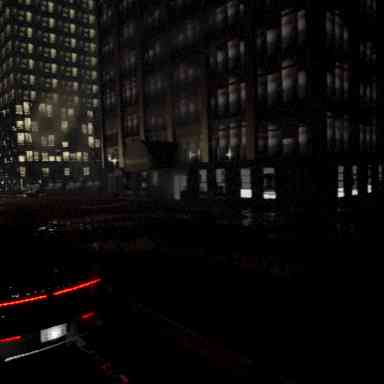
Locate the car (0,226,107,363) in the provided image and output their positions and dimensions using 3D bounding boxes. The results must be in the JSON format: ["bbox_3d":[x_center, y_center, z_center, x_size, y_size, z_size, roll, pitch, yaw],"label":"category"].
[{"bbox_3d":[-3.161,1.350,5.666,1.837,1.490,4.892,-4,3,-40],"label":"car"}]

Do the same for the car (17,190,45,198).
[{"bbox_3d":[-27.796,0.285,57.536,4.403,1.369,2.008,-4,3,-41],"label":"car"}]

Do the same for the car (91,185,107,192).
[{"bbox_3d":[-20.624,-0.872,75.042,4.097,1.590,1.967,-4,3,-41],"label":"car"}]
